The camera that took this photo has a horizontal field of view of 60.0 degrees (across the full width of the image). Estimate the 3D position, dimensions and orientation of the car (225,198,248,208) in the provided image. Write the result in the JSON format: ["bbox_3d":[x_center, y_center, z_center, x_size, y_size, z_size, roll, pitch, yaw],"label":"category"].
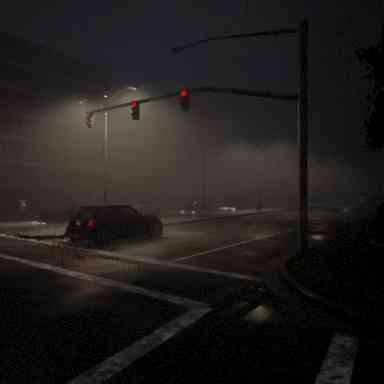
[{"bbox_3d":[6.619,1.564,49.397,1.994,1.385,4.181,0,0,36],"label":"car"}]

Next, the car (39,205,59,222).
[{"bbox_3d":[-9.943,1.564,26.591,1.994,1.385,4.181,0,0,36],"label":"car"}]

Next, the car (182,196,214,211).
[{"bbox_3d":[0.780,1.352,41.368,2.097,1.767,4.553,0,0,36],"label":"car"}]

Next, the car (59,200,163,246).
[{"bbox_3d":[-3.470,1.352,15.646,2.097,1.767,4.553,0,0,38],"label":"car"}]

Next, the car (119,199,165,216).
[{"bbox_3d":[-4.951,1.524,33.472,1.812,1.442,4.674,0,0,36],"label":"car"}]

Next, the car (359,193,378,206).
[{"bbox_3d":[28.735,1.221,54.037,2.150,2.045,5.566,0,0,36],"label":"car"}]
